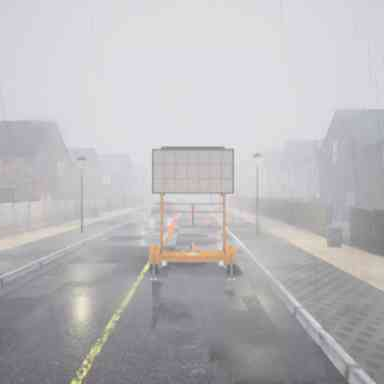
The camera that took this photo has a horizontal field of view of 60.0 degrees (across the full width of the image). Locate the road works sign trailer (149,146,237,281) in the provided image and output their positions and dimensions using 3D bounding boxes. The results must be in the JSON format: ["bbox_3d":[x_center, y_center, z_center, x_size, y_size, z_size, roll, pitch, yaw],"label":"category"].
[{"bbox_3d":[0.029,0.460,9.852,2.380,3.560,2.880,0,0,1],"label":"road works sign trailer"}]

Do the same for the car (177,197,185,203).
[{"bbox_3d":[-2.573,1.811,72.777,1.994,1.385,4.181,0,0,0],"label":"car"}]

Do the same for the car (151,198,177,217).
[{"bbox_3d":[-2.773,1.507,31.639,1.882,1.535,5.008,0,0,0],"label":"car"}]
